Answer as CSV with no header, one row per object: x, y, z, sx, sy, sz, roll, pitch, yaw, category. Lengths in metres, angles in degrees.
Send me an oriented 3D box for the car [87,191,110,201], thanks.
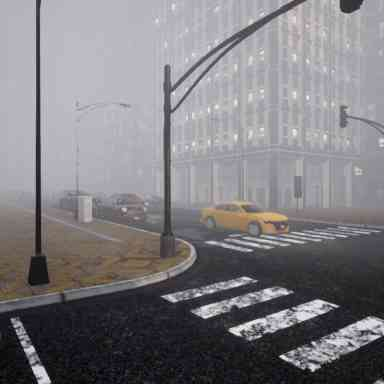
-13.995,0.644,49.865,1.947,1.339,4.313,1,0,-36,car

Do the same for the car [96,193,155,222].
-4.556,1.069,22.264,1.967,1.590,4.097,1,0,-36,car

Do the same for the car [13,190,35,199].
-27.256,0.422,54.002,1.887,1.381,4.507,1,0,-36,car

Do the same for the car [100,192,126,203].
-10.849,0.707,45.468,1.752,1.417,4.829,1,0,-36,car

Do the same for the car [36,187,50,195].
-36.695,-0.357,81.614,2.192,1.841,5.009,1,0,-36,car

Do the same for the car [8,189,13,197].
-30.498,0.321,58.536,2.008,1.369,4.403,1,0,-36,car

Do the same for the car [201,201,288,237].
2.573,1.262,17.114,1.882,1.535,5.008,0,1,-39,car

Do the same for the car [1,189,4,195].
-36.983,0.107,67.604,2.008,1.369,4.403,1,0,-36,car

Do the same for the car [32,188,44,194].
-39.944,-0.213,86.151,1.947,1.339,4.313,1,0,-36,car

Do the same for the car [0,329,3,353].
-4.387,1.440,3.432,4.097,1.590,1.967,0,0,-35,car

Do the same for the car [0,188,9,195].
-43.468,-0.113,76.672,1.887,1.381,4.507,1,0,-36,car

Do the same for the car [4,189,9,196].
-33.741,0.208,63.070,1.887,1.381,4.507,1,0,-36,car

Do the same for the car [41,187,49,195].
-33.457,-0.020,77.079,1.887,1.381,4.507,1,0,-36,car

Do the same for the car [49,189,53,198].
-23.047,0.378,58.046,1.812,1.442,4.674,0,1,-36,car

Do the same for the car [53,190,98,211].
-11.038,0.729,31.331,2.192,1.841,5.009,1,0,-36,car

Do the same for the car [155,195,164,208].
-4.264,0.982,36.257,1.802,1.307,4.206,1,0,-36,car

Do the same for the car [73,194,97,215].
-7.802,1.103,26.798,1.802,1.307,4.206,1,0,-36,car
